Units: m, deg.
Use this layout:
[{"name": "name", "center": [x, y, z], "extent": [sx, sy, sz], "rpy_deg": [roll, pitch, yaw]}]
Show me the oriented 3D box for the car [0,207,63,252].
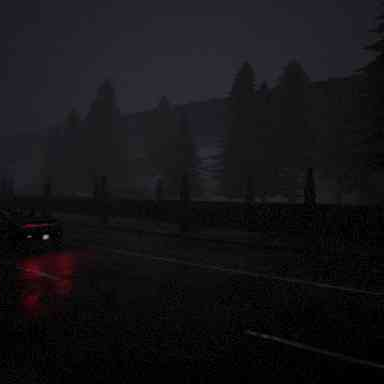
[{"name": "car", "center": [-7.182, 1.350, 13.328], "extent": [4.902, 1.511, 2.128], "rpy_deg": [1, 1, 36]}]
